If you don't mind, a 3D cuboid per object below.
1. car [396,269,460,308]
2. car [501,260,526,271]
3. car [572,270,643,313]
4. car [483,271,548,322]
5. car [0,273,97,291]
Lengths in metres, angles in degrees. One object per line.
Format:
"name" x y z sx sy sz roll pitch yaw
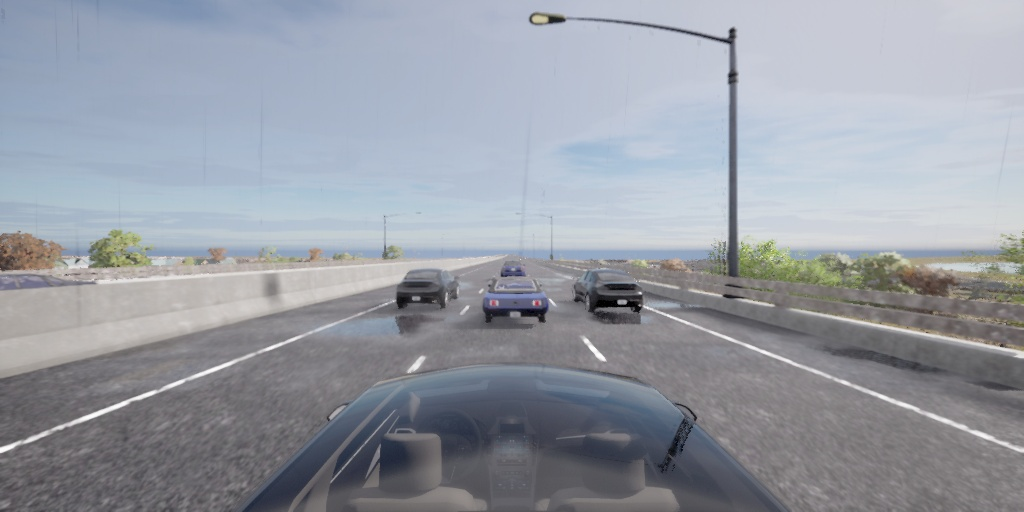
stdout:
"car" -3.401 1.266 15.136 1.837 1.490 4.892 0 0 0
"car" 0.099 1.125 31.207 2.097 1.767 4.553 0 0 0
"car" 3.600 1.265 14.135 1.837 1.490 4.892 0 0 0
"car" 0.100 1.360 12.312 1.895 1.301 4.718 0 0 0
"car" -17.597 1.307 12.108 2.033 1.411 5.357 0 0 0
